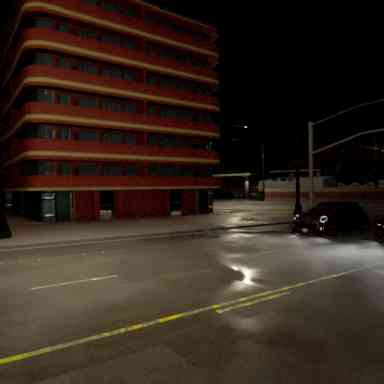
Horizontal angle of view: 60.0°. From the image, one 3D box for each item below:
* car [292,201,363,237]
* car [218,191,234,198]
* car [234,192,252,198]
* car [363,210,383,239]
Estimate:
[{"bbox_3d":[7.454,1.312,17.815,4.553,1.767,2.097,0,0,-35],"label":"car"},{"bbox_3d":[8.984,0.674,86.212,4.611,1.667,2.242,-1,1,-35],"label":"car"},{"bbox_3d":[12.954,0.821,81.990,3.806,1.475,1.970,-1,1,-35],"label":"car"},{"bbox_3d":[10.497,1.447,15.666,4.902,1.511,2.128,0,0,-35],"label":"car"}]
